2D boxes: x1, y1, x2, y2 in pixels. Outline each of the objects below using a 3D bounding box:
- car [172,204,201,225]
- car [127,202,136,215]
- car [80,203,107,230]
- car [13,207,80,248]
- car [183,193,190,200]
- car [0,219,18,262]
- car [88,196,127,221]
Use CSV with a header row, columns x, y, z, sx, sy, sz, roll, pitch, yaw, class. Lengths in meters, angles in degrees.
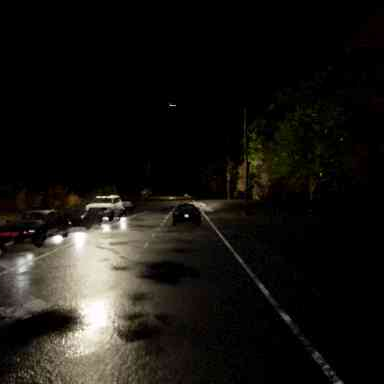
x,y,z,sx,sy,sz,roll,pitch,yaw,class
-0.398,1.586,24.425,1.994,1.385,4.181,-1,0,-1,car
-7.251,1.717,34.775,1.895,1.301,4.718,-1,0,3,car
-7.310,1.676,21.968,1.994,1.385,4.181,-1,0,0,car
-7.238,1.599,15.558,2.128,1.511,4.902,-1,0,-1,car
-1.558,1.627,93.367,1.895,1.301,4.718,-1,0,-1,car
-7.146,1.703,9.389,1.895,1.301,4.718,-1,0,-1,car
-7.386,1.337,28.406,2.150,2.045,5.566,-1,0,0,car
